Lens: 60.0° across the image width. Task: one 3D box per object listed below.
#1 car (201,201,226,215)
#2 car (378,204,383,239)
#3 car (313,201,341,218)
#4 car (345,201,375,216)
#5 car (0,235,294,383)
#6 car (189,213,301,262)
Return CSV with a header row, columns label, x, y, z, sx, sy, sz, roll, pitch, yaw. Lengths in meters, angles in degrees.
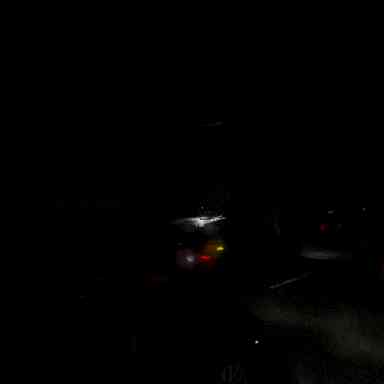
label,x,y,z,sx,sy,sz,roll,pitch,yaw
car,2.201,1.601,33.573,1.895,1.301,4.718,0,0,13
car,10.850,1.222,16.893,2.150,2.045,5.566,0,0,30
car,12.227,1.526,30.285,1.812,1.442,4.674,0,0,15
car,16.404,1.564,32.636,1.994,1.385,4.181,0,0,14
car,-1.508,1.478,2.949,5.008,1.535,1.882,0,0,-35
car,1.574,1.526,10.164,4.674,1.442,1.812,0,0,-45
